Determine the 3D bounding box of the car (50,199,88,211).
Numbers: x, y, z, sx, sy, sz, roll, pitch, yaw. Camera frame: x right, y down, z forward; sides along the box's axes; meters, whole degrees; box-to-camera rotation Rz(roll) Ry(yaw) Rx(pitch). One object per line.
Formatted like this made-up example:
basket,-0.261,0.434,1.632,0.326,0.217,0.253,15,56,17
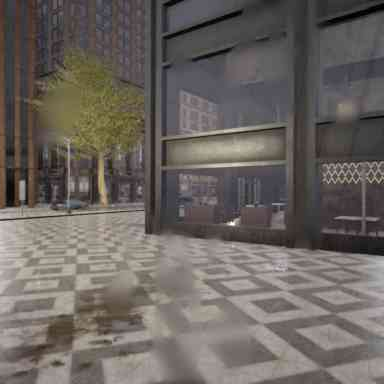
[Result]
car,-14.111,1.469,38.372,1.994,1.385,4.181,0,0,35
